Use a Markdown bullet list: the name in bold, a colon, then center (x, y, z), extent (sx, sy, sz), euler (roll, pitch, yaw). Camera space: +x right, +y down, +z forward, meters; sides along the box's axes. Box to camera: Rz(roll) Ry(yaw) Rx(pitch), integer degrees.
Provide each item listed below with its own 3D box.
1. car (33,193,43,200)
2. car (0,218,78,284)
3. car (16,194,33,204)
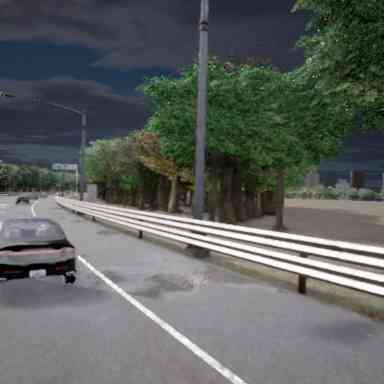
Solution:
- **car**: center (-36.623, 1.143, 77.077), extent (2.128, 1.511, 4.902), euler (2, 0, -20)
- **car**: center (-4.402, 1.451, 8.939), extent (2.128, 1.511, 4.902), euler (2, -1, -31)
- **car**: center (-27.972, 1.197, 55.249), extent (1.837, 1.490, 4.892), euler (2, 0, -23)
